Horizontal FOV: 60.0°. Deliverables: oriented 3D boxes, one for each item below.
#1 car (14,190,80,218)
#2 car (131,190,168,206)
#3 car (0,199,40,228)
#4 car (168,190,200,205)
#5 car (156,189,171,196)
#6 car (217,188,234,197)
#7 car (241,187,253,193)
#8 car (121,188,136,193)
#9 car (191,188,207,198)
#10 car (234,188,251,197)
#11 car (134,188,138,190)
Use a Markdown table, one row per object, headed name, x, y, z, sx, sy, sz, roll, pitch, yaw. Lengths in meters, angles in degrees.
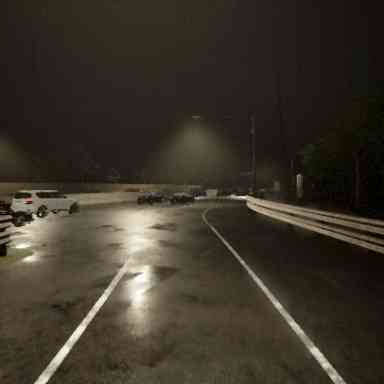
| name | x | y | z | sx | sy | sz | roll | pitch | yaw |
| --- | --- | --- | --- | --- | --- | --- | --- | --- | --- |
| car | -11.270 | 0.873 | 25.982 | 2.150 | 2.045 | 5.566 | 0 | 1 | 21 |
| car | -5.146 | 0.876 | 41.789 | 2.128 | 1.511 | 4.902 | 0 | 1 | 21 |
| car | -10.910 | 1.319 | 17.217 | 2.033 | 1.411 | 5.357 | 0 | 1 | 21 |
| car | -1.161 | 0.835 | 42.390 | 2.128 | 1.511 | 4.902 | 0 | 1 | 21 |
| car | -7.222 | 0.160 | 85.071 | 2.097 | 1.767 | 4.553 | 0 | 1 | 21 |
| car | 7.099 | 0.072 | 73.535 | 2.150 | 2.045 | 5.566 | 0 | 1 | 21 |
| car | 14.956 | -0.265 | 94.104 | 2.150 | 2.045 | 5.566 | 0 | 1 | 21 |
| car | -12.909 | 0.281 | 70.232 | 2.150 | 2.045 | 5.566 | 0 | 1 | 21 |
| car | 1.332 | 0.188 | 68.260 | 2.150 | 2.045 | 5.566 | 0 | 1 | 21 |
| car | 11.416 | 0.315 | 75.020 | 1.812 | 1.442 | 4.674 | 0 | 1 | 21 |
| car | -9.625 | 0.546 | 69.016 | 1.837 | 1.490 | 4.892 | 0 | 1 | 21 |
